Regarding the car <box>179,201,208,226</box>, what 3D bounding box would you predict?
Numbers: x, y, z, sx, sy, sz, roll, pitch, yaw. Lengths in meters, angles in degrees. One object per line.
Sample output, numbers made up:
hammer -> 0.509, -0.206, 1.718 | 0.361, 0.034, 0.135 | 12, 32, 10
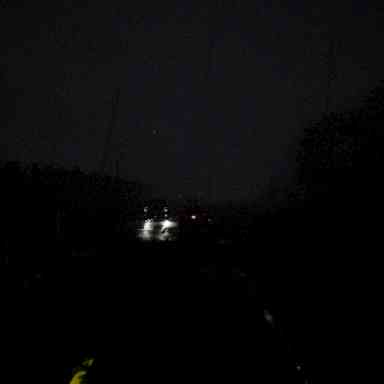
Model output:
car -> 0.099, 1.562, 23.217 | 1.994, 1.385, 4.181 | 0, 0, 0

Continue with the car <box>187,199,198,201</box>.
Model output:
car -> 0.102, 1.549, 42.155 | 2.033, 1.411, 5.357 | 0, 0, 0

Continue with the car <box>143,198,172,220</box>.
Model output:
car -> -2.831, 1.350, 28.061 | 2.097, 1.767, 4.553 | 0, 0, 0
